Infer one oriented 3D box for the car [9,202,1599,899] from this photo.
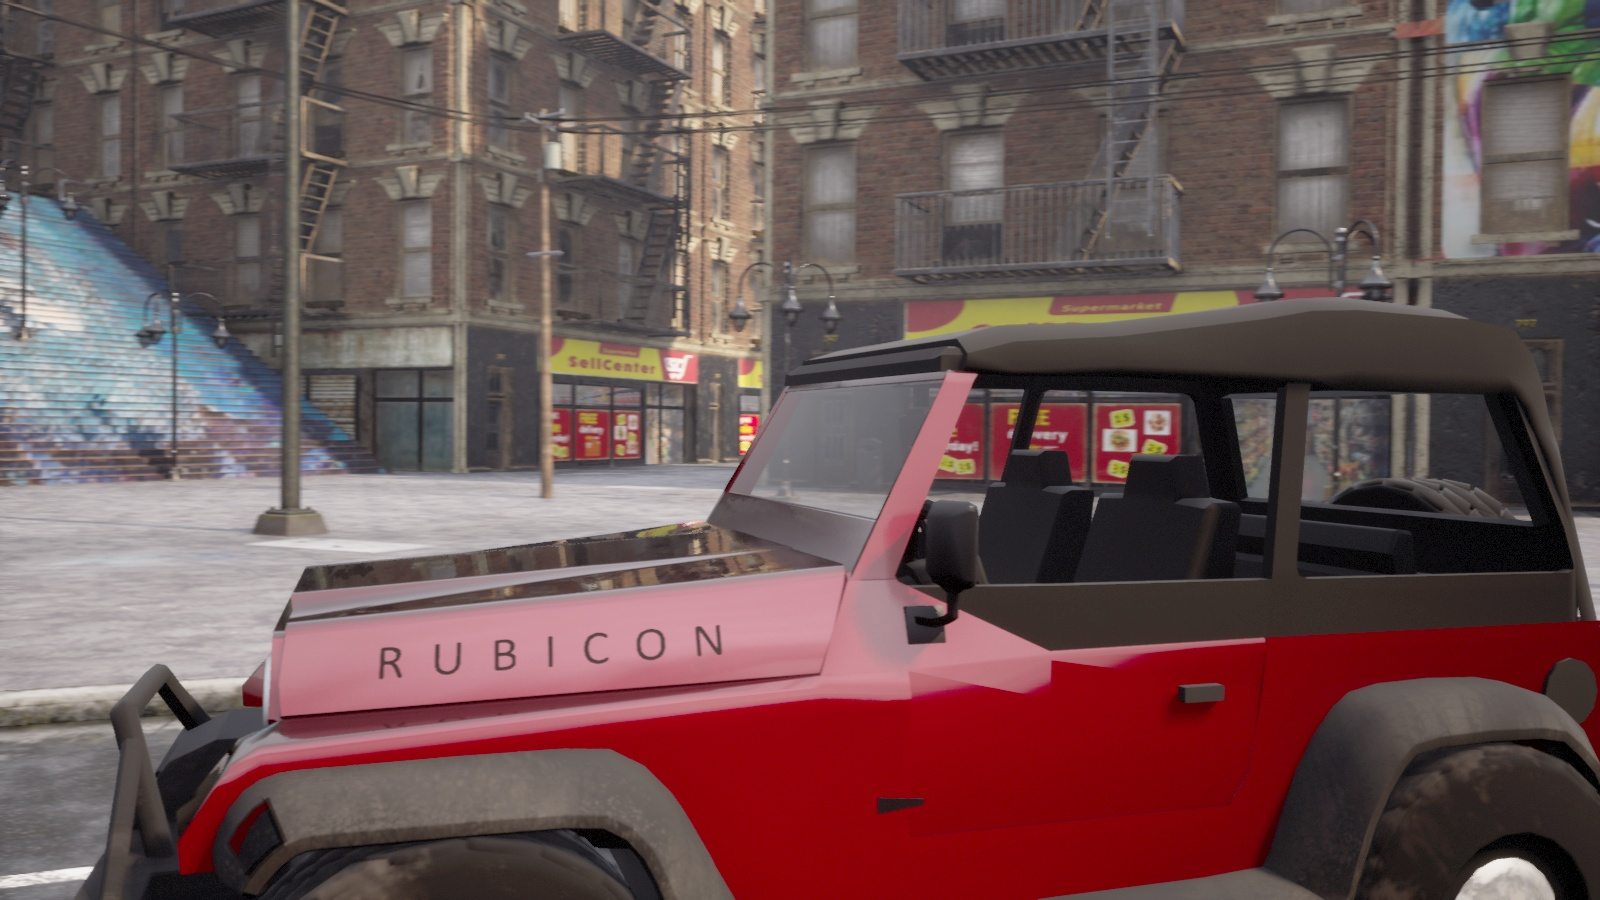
[{"bbox_3d":[0.366,0.531,3.394,3.866,1.878,1.905,-1,1,-19],"label":"car"}]
